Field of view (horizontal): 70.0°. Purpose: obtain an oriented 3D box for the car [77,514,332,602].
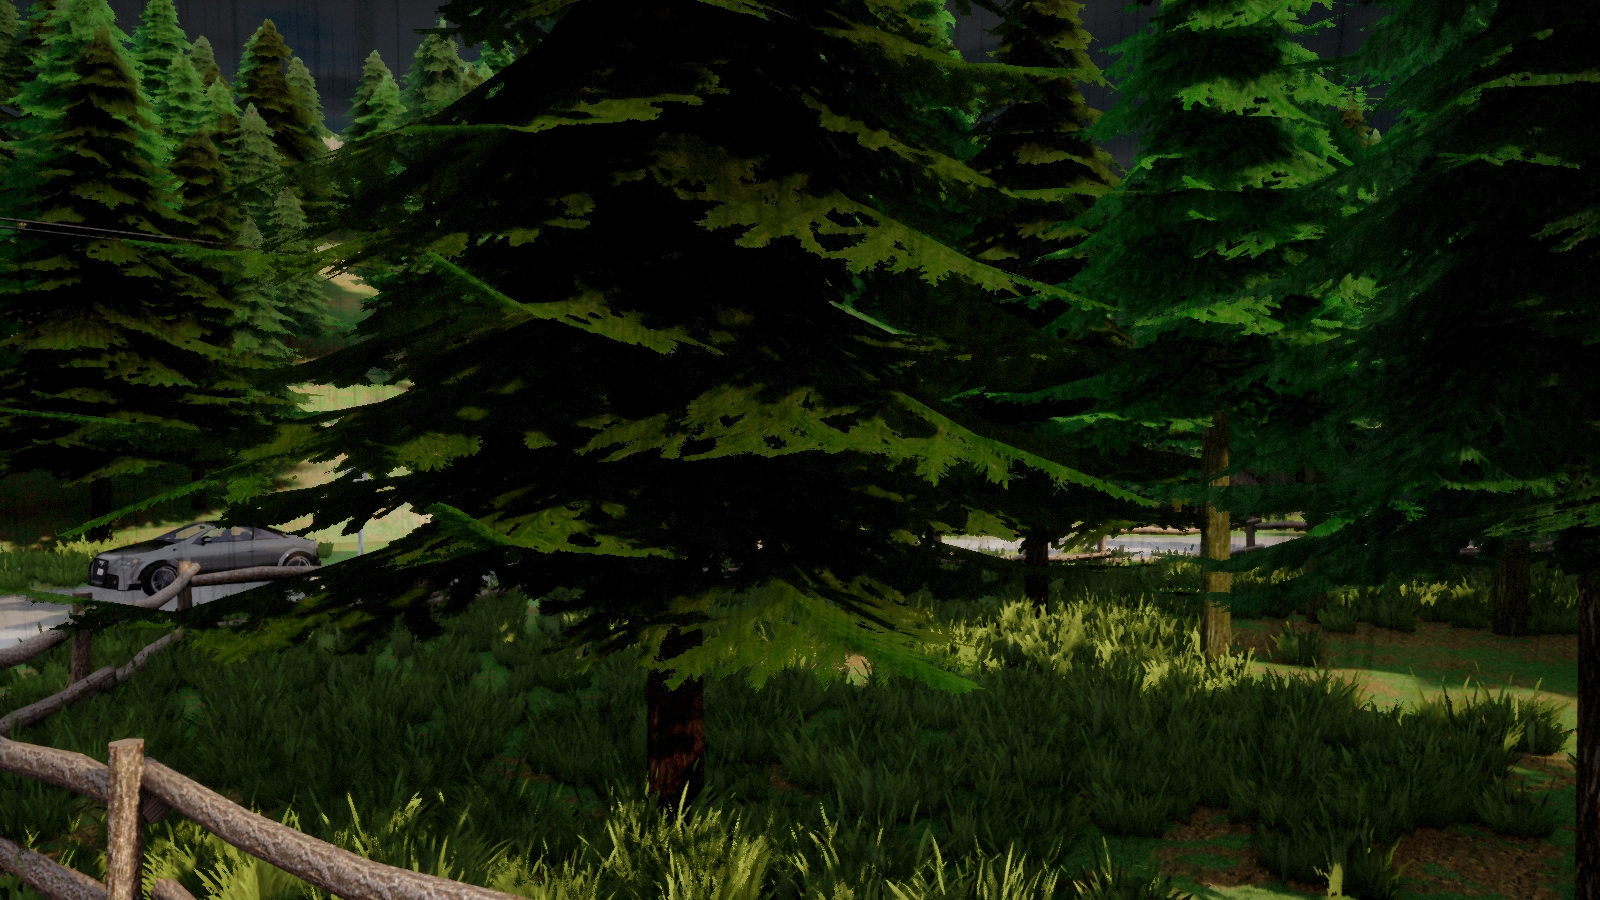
[{"bbox_3d":[-12.055,2.119,23.321,1.994,1.385,4.181,0,0,41],"label":"car"}]
